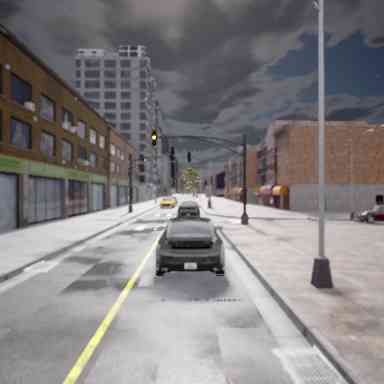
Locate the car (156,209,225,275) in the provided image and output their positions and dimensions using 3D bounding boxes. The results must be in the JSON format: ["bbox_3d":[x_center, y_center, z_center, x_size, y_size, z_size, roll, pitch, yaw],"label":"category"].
[{"bbox_3d":[-0.059,1.510,10.407,1.837,1.490,4.892,0,0,-1],"label":"car"}]

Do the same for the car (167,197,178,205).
[{"bbox_3d":[-3.587,1.608,62.232,1.895,1.301,4.718,0,0,0],"label":"car"}]

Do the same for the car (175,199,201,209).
[{"bbox_3d":[-0.277,1.529,28.612,1.837,1.490,4.892,1,0,-1],"label":"car"}]

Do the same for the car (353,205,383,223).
[{"bbox_3d":[15.994,1.837,28.351,4.097,1.590,1.967,1,-1,-1],"label":"car"}]

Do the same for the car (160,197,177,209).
[{"bbox_3d":[-3.449,1.490,46.715,1.882,1.535,5.008,0,0,-1],"label":"car"}]
